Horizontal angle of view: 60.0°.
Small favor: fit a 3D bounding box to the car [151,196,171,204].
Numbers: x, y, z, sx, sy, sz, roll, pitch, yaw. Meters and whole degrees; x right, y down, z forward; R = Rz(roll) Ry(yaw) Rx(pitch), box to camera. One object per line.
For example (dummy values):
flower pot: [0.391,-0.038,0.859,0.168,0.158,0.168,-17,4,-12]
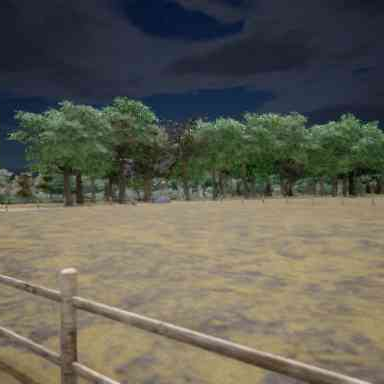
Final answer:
car: [-6.003,1.546,63.841,4.181,1.385,1.994,-1,-1,-37]
